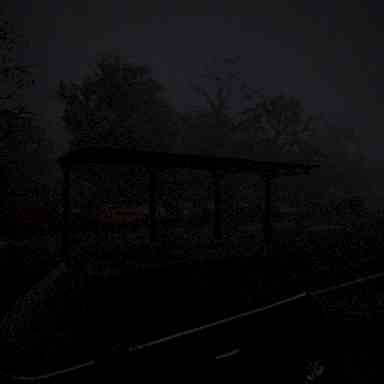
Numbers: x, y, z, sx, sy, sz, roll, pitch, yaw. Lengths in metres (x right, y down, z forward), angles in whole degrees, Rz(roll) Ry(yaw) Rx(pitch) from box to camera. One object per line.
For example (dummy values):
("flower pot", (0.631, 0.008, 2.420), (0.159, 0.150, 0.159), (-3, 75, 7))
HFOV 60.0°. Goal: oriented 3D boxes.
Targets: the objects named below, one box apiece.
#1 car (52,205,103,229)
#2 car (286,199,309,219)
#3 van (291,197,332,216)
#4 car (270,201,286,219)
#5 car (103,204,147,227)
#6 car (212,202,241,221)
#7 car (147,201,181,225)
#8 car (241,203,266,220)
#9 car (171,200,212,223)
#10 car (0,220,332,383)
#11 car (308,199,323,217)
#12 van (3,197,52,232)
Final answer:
("car", (-7.650, 1.578, 21.245), (2.002, 1.452, 4.674), (1, 0, -36))
("car", (8.256, 1.702, 32.402), (1.946, 1.575, 5.366), (1, 0, -36))
("van", (12.731, 1.530, 35.690), (1.878, 1.987, 4.442), (1, 0, -36))
("car", (5.874, 1.710, 30.962), (2.163, 1.488, 4.792), (1, 0, -36))
("car", (-5.390, 1.561, 22.860), (2.097, 1.535, 5.008), (1, 0, -36))
("car", (1.375, 1.632, 27.714), (2.097, 1.535, 5.008), (1, 0, -36))
("car", (-3.135, 1.624, 24.477), (2.002, 1.452, 4.674), (1, 0, -36))
("car", (3.639, 1.657, 29.320), (2.231, 1.521, 4.892), (1, 0, -36))
("car", (-0.896, 1.482, 26.120), (2.185, 1.767, 4.553), (1, 0, -36))
("car", (-0.721, 1.361, 3.170), (4.553, 1.767, 2.097), (1, 0, -36))
("car", (10.389, 1.760, 34.194), (2.163, 1.488, 4.792), (1, 0, -36))
("van", (-9.974, 1.289, 19.729), (1.878, 1.987, 4.442), (1, 0, -36))
